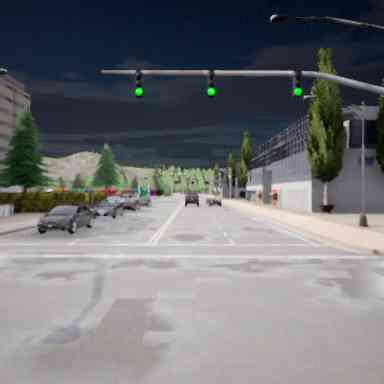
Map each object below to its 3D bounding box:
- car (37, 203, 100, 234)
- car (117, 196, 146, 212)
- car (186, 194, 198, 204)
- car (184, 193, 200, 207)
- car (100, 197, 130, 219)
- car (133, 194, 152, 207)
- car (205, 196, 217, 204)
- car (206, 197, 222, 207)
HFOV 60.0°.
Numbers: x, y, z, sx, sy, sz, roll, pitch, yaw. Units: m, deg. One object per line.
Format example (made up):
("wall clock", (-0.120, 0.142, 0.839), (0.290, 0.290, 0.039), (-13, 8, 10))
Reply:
("car", (-7.117, 1.475, 19.191), (1.837, 1.490, 4.892), (0, 0, 1))
("car", (-7.085, 1.487, 38.506), (2.033, 1.411, 5.357), (0, 0, 1))
("car", (0.000, 1.257, 60.956), (2.097, 1.767, 4.553), (0, 0, 0))
("car", (0.000, 1.143, 50.334), (2.150, 2.045, 5.566), (0, 0, 0))
("car", (-7.090, 1.447, 28.643), (2.128, 1.511, 4.902), (0, 0, 0))
("car", (-7.045, 1.429, 48.624), (1.837, 1.490, 4.892), (0, 0, 0))
("car", (3.500, 1.506, 61.016), (1.895, 1.301, 4.718), (0, 0, 0))
("car", (3.500, 1.522, 50.708), (1.895, 1.301, 4.718), (0, 0, 0))
